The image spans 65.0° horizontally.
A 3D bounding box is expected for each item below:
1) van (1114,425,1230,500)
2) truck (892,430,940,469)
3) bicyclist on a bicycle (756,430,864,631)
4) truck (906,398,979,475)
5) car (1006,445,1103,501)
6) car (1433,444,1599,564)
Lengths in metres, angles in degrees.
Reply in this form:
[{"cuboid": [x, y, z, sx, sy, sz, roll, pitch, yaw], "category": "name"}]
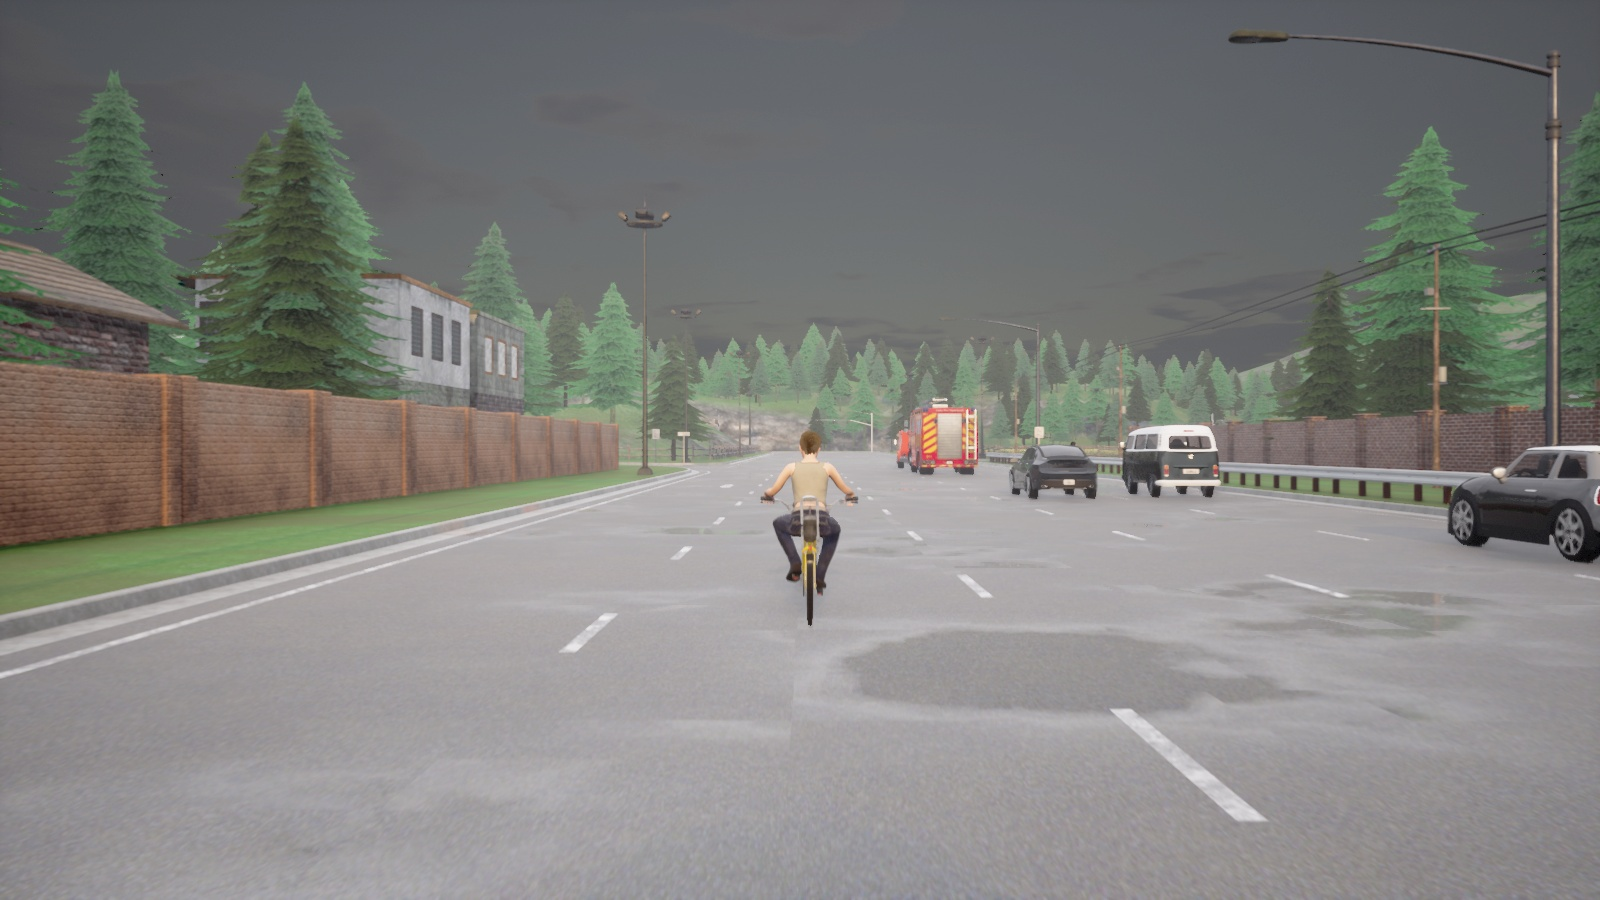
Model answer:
[{"cuboid": [10.724, 0.332, 36.579, 2.069, 2.038, 4.480, 0, 0, 0], "category": "van"}, {"cuboid": [7.479, -0.059, 81.459, 2.627, 2.467, 5.204, 0, 0, 0], "category": "truck"}, {"cuboid": [0.082, 0.640, 10.821, 0.866, 1.612, 1.509, 0, 0, 0], "category": "bicyclist on a bicycle"}, {"cuboid": [7.393, -0.678, 66.235, 2.891, 3.827, 8.468, 0, 0, 0], "category": "truck"}, {"cuboid": [7.220, 0.613, 36.085, 1.837, 1.490, 4.892, 0, 0, 0], "category": "car"}, {"cuboid": [10.613, 0.652, 17.220, 1.970, 1.475, 3.806, 0, 0, 0], "category": "car"}]
